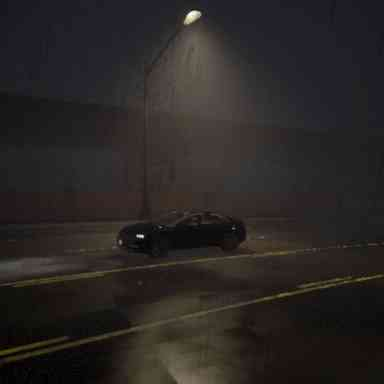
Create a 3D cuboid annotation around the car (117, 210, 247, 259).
[{"bbox_3d":[-0.230,1.409,12.096,4.902,1.511,2.128,1,0,-32],"label":"car"}]
